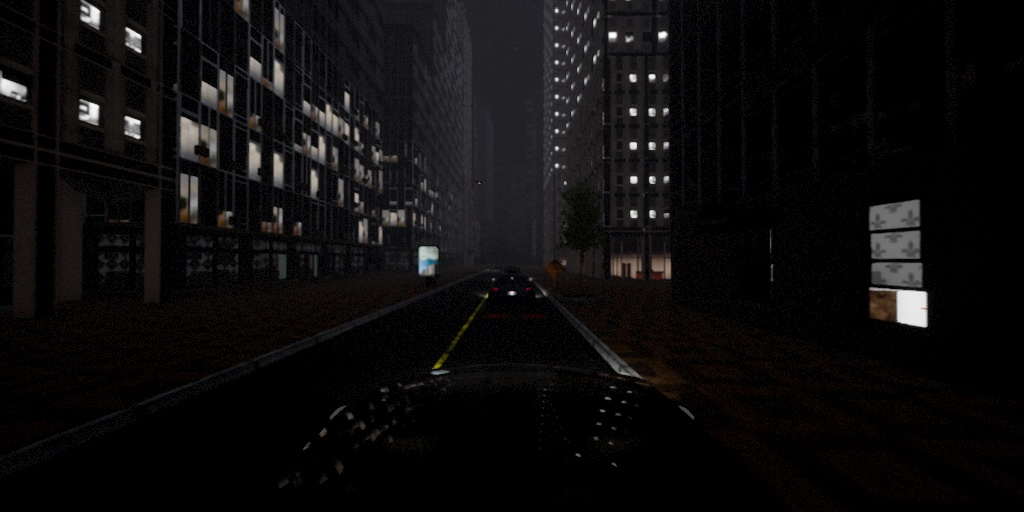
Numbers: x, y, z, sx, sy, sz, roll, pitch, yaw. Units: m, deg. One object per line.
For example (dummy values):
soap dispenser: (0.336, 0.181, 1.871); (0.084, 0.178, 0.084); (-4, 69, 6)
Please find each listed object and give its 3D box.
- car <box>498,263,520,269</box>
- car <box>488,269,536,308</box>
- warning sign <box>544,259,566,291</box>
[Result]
car: (0.001, 1.583, 31.151); (1.837, 1.490, 4.892); (0, 0, 0)
car: (0.004, 1.467, 16.190); (1.994, 1.385, 4.181); (0, -1, 0)
warning sign: (2.515, 1.074, 21.110); (1.300, 1.860, 1.060); (0, 0, 0)
